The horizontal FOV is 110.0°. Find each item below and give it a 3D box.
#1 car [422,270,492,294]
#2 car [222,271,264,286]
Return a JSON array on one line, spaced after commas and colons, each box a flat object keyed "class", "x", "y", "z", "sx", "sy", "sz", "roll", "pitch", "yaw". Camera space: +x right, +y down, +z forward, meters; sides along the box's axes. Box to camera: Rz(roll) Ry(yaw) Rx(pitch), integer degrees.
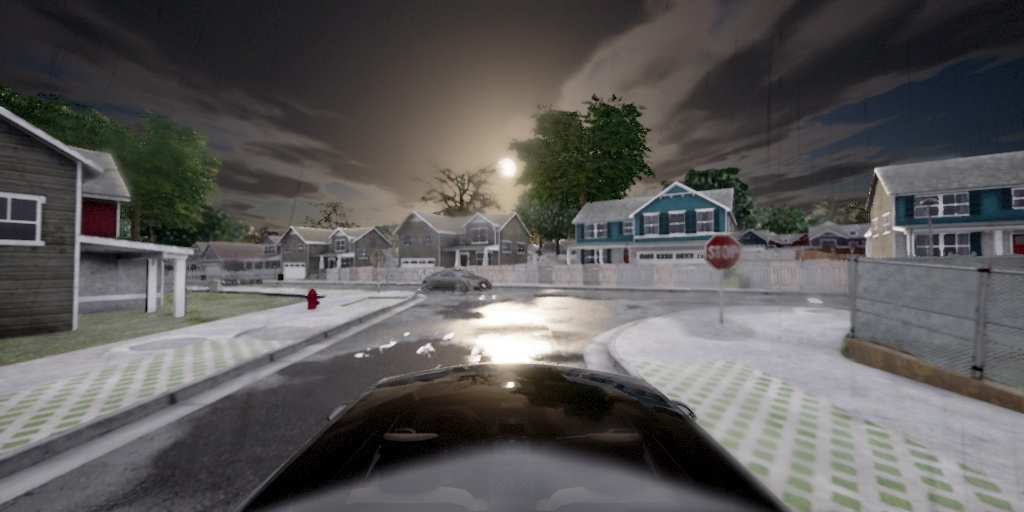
[{"class": "car", "x": -3.212, "y": 1.467, "z": 20.635, "sx": 4.181, "sy": 1.385, "sz": 1.994, "roll": -2, "pitch": -2, "yaw": 33}, {"class": "car", "x": -25.927, "y": 2.198, "z": 34.456, "sx": 4.892, "sy": 1.490, "sz": 1.837, "roll": 0, "pitch": -1, "yaw": 29}]
